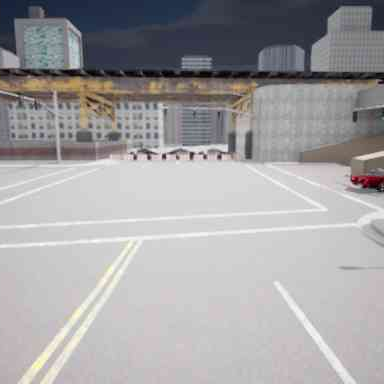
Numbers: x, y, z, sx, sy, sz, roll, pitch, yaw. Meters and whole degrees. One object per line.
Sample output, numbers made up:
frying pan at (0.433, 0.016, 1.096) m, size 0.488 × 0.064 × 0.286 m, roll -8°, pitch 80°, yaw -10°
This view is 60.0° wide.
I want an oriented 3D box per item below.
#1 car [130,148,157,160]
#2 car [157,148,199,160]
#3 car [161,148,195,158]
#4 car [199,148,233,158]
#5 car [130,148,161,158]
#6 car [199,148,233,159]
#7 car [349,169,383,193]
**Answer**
car at (-6.564, -5.370, 46.886) m, size 4.974 × 1.542 × 2.038 m, roll 9°, pitch 13°, yaw 43°
car at (-1.956, -5.366, 46.859) m, size 4.974 × 1.542 × 2.038 m, roll -7°, pitch 12°, yaw -35°
car at (-1.914, -5.527, 46.863) m, size 4.536 × 1.218 × 1.853 m, roll -7°, pitch 12°, yaw -35°
car at (3.372, -5.650, 47.592) m, size 4.536 × 1.218 × 1.853 m, roll 5°, pitch 11°, yaw 29°
car at (-6.601, -5.532, 46.896) m, size 4.536 × 1.218 × 1.853 m, roll 9°, pitch 13°, yaw 43°
car at (3.417, -5.490, 47.593) m, size 4.974 × 1.542 × 2.038 m, roll 5°, pitch 11°, yaw 29°
car at (12.230, -0.720, 20.141) m, size 4.718 × 1.301 × 1.895 m, roll -1°, pitch 10°, yaw -8°
